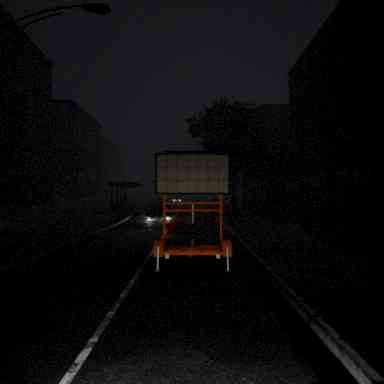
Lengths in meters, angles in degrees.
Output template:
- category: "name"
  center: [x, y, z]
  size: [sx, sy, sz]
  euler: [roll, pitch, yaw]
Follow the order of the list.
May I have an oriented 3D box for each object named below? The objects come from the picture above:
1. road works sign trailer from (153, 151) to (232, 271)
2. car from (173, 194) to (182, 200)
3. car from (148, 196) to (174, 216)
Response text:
- category: "road works sign trailer"
  center: [0.023, 0.470, 10.849]
  size: [2.380, 3.560, 2.880]
  euler: [0, 0, 0]
- category: "car"
  center: [-3.300, 1.045, 73.404]
  size: [1.994, 1.385, 4.181]
  euler: [0, 1, 0]
- category: "car"
  center: [-3.073, 1.419, 31.927]
  size: [1.882, 1.535, 5.008]
  euler: [0, 0, 0]
